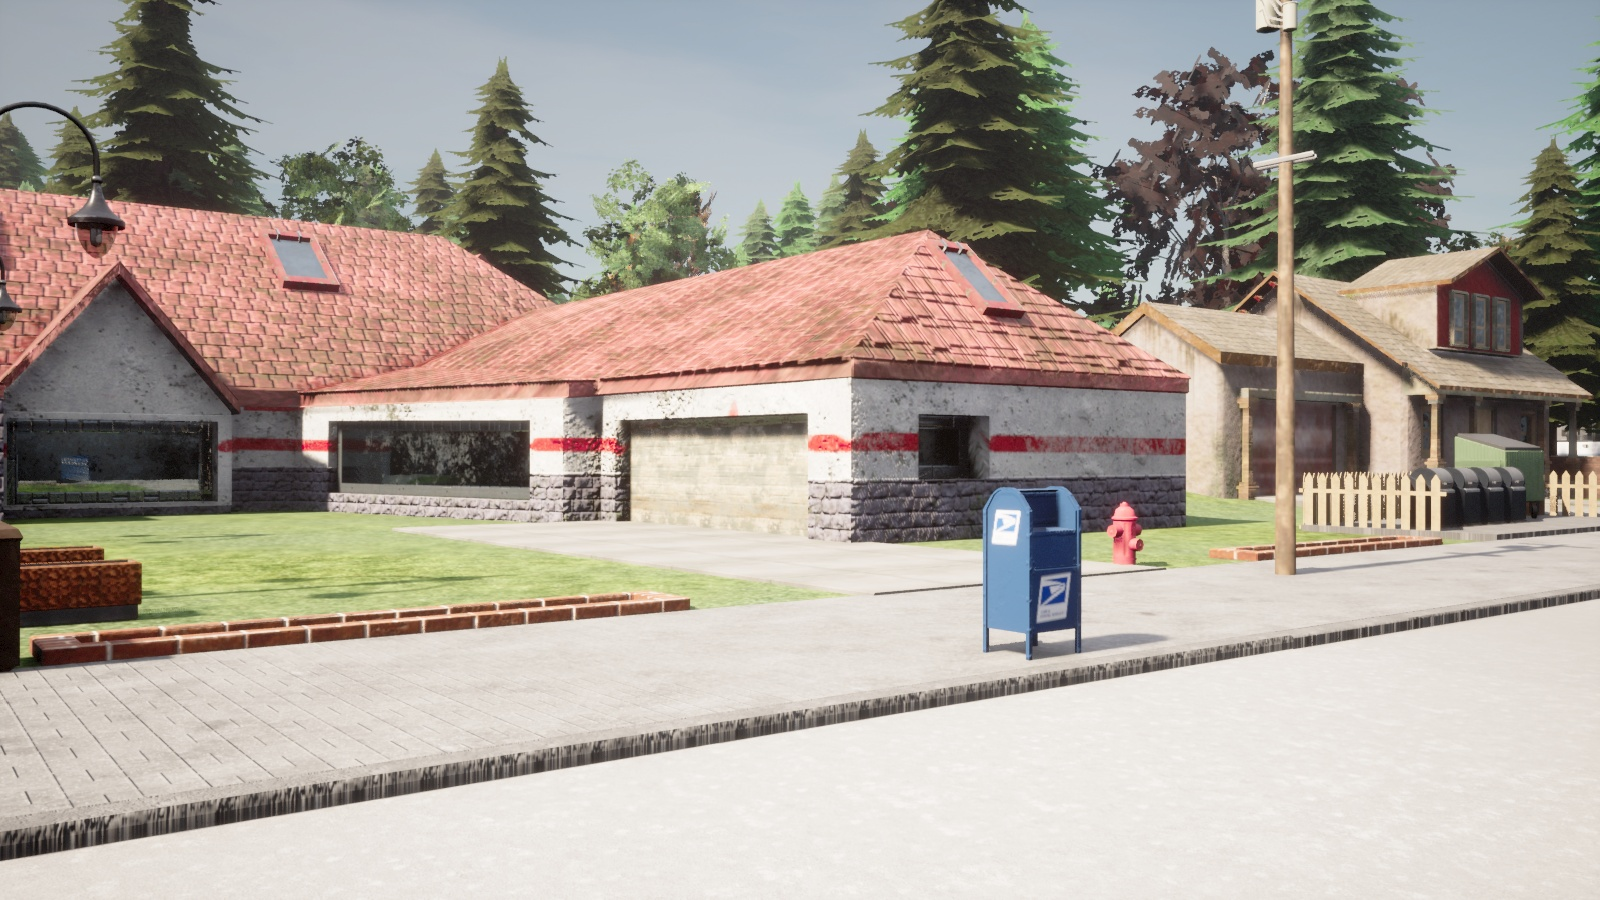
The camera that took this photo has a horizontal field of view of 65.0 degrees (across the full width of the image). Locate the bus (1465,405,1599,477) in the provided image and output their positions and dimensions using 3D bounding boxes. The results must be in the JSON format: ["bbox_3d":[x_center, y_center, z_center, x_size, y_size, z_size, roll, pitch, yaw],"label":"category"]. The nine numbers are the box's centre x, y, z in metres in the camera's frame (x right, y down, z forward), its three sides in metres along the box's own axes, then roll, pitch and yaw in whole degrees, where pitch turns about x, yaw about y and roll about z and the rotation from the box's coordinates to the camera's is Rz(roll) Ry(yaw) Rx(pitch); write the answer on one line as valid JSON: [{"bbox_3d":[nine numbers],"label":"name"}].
[{"bbox_3d":[47.496,-0.542,77.923,3.944,4.253,10.273,0,0,-37],"label":"bus"}]
